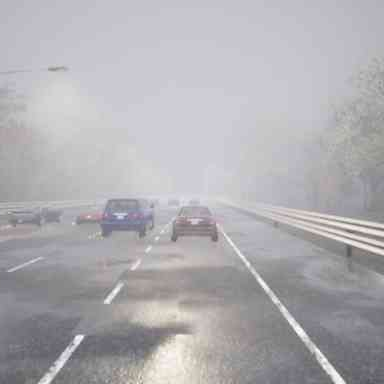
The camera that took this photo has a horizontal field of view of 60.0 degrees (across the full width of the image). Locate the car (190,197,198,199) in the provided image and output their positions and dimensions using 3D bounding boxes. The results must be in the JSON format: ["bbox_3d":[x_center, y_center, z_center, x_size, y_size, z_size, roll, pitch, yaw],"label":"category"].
[{"bbox_3d":[0.375,1.661,57.979,1.882,1.535,5.008,0,0,0],"label":"car"}]

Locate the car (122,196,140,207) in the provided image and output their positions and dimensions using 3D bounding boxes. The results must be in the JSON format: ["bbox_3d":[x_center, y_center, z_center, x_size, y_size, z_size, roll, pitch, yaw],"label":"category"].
[{"bbox_3d":[-10.142,1.525,55.385,2.097,1.767,4.553,0,0,0],"label":"car"}]

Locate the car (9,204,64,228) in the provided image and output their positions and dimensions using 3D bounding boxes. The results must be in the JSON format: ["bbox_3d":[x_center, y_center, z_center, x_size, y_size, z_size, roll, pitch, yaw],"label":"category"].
[{"bbox_3d":[-10.348,1.559,22.526,2.128,1.511,4.902,0,0,0],"label":"car"}]

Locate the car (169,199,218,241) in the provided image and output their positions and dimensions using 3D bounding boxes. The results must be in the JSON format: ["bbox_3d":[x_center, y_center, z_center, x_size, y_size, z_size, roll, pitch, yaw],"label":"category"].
[{"bbox_3d":[0.130,1.403,17.018,2.097,1.767,4.553,0,0,0],"label":"car"}]

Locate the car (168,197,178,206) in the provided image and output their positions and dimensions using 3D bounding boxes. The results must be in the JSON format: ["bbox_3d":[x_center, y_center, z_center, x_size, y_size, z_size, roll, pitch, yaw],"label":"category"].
[{"bbox_3d":[-3.126,1.660,57.831,1.882,1.535,5.008,0,0,0],"label":"car"}]

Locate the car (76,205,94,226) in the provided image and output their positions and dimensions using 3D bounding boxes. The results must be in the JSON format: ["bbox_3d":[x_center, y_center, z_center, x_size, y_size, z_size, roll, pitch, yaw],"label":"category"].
[{"bbox_3d":[-6.842,1.637,24.179,1.994,1.385,4.181,0,0,0],"label":"car"}]

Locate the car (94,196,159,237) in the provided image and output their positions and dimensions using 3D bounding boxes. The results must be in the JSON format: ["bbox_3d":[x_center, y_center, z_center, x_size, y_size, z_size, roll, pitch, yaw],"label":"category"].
[{"bbox_3d":[-3.368,1.279,18.358,2.150,2.045,5.566,0,0,0],"label":"car"}]
